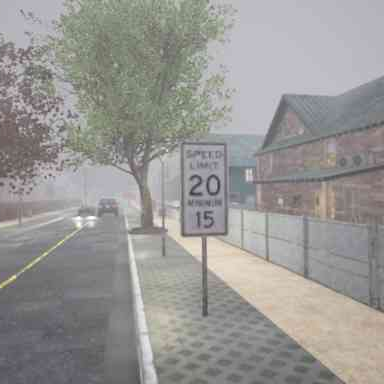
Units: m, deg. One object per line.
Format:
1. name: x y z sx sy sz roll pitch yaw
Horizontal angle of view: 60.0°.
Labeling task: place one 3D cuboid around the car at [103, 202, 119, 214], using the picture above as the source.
1. car: -11.605 2.230 47.833 2.033 1.411 5.357 -1 -1 -12

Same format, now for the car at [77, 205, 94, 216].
1. car: -13.107 2.233 41.548 1.895 1.301 4.718 -1 -1 -12

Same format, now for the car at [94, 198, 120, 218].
1. car: -9.473 1.761 37.805 2.150 2.045 5.566 -1 -1 -11
